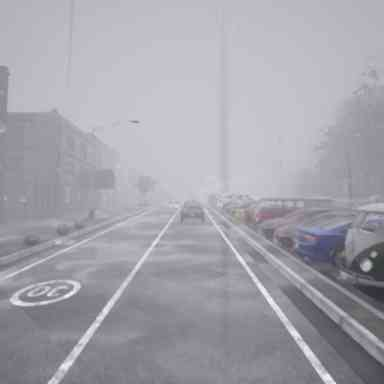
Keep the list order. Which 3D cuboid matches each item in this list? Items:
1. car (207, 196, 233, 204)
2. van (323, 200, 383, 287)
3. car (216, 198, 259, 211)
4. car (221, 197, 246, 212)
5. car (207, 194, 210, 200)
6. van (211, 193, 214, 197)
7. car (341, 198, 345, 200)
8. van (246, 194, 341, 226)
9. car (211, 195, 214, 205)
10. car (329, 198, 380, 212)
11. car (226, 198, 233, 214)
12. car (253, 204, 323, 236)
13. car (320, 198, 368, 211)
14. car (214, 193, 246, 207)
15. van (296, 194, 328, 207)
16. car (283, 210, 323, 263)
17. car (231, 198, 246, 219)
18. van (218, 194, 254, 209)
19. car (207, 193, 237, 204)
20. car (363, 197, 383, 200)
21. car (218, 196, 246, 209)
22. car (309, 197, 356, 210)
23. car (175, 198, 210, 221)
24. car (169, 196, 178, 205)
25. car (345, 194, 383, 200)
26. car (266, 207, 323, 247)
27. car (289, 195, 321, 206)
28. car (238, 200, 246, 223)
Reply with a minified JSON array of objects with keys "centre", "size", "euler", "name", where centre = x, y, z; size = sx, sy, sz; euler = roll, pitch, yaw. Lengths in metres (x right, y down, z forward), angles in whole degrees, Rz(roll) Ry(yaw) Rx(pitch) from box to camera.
[{"centre":[5.570,1.570,66.156],"size":[4.892,1.521,2.231],"euler":[0,0,0],"name":"car"},{"centre":[5.532,1.243,7.294],"size":[4.442,1.987,1.878],"euler":[0,0,0],"name":"van"},{"centre":[5.587,1.470,40.931],"size":[5.008,1.535,2.097],"euler":[0,0,0],"name":"car"},{"centre":[5.577,1.483,32.522],"size":[4.792,1.488,2.163],"euler":[0,0,0],"name":"car"},{"centre":[5.605,1.253,54.947],"size":[5.566,2.045,2.435],"euler":[0,0,0],"name":"car"},{"centre":[5.465,1.263,49.342],"size":[4.442,1.987,1.878],"euler":[0,0,0],"name":"van"},{"centre":[18.710,1.489,35.498],"size":[4.792,1.488,2.163],"euler":[0,0,0],"name":"car"},{"centre":[5.513,1.232,18.507],"size":[4.442,1.987,1.878],"euler":[0,0,0],"name":"van"},{"centre":[5.578,1.483,46.537],"size":[4.892,1.521,2.231],"euler":[0,0,0],"name":"car"},{"centre":[18.647,1.495,38.283],"size":[4.792,1.488,2.163],"euler":[0,0,0],"name":"car"},{"centre":[5.611,1.450,26.914],"size":[5.008,1.535,2.097],"euler":[0,0,0],"name":"car"},{"centre":[5.606,1.490,15.704],"size":[4.792,1.488,2.163],"euler":[0,0,0],"name":"car"},{"centre":[18.666,1.472,41.068],"size":[5.008,1.535,2.097],"euler":[0,0,0],"name":"car"},{"centre":[5.625,1.212,38.128],"size":[5.566,2.045,2.435],"euler":[0,0,0],"name":"car"},{"centre":[18.774,1.270,52.212],"size":[4.442,1.987,1.878],"euler":[0,0,0],"name":"van"},{"centre":[5.639,1.466,10.098],"size":[5.008,1.535,2.097],"euler":[0,0,0],"name":"car"},{"centre":[5.806,1.449,24.115],"size":[5.366,1.575,1.946],"euler":[0,0,0],"name":"car"},{"centre":[5.704,1.250,43.735],"size":[4.442,1.987,1.878],"euler":[0,0,0],"name":"van"},{"centre":[5.604,1.296,63.357],"size":[5.566,2.045,2.435],"euler":[0,0,0],"name":"car"},{"centre":[18.685,1.453,29.928],"size":[5.008,1.535,2.097],"euler":[0,0,0],"name":"car"},{"centre":[5.597,1.459,35.320],"size":[4.892,1.521,2.231],"euler":[0,0,0],"name":"car"},{"centre":[18.482,1.475,43.854],"size":[5.366,1.575,1.946],"euler":[0,0,0],"name":"car"},{"centre":[0.043,1.474,26.492],"size":[2.128,1.511,4.902],"euler":[0,0,0],"name":"car"},{"centre":[-3.301,1.554,62.137],"size":[2.128,1.511,4.902],"euler":[0,0,1],"name":"car"},{"centre":[18.658,1.204,32.715],"size":[5.566,2.045,2.435],"euler":[0,0,0],"name":"car"},{"centre":[5.610,1.493,12.901],"size":[4.792,1.488,2.163],"euler":[0,0,0],"name":"car"},{"centre":[18.625,1.380,54.993],"size":[4.553,1.767,2.185],"euler":[0,0,0],"name":"car"},{"centre":[5.655,1.484,21.311],"size":[4.792,1.488,2.163],"euler":[0,0,0],"name":"car"}]
